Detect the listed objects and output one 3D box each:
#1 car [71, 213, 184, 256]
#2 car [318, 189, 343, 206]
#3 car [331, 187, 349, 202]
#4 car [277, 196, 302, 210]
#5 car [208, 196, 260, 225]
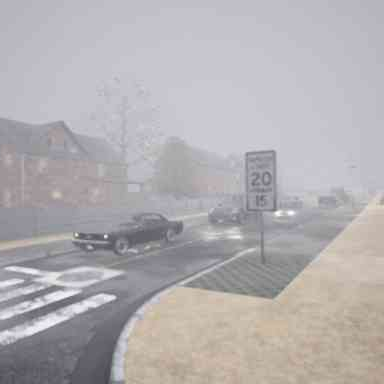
[{"bbox_3d":[-2.338,1.523,13.118,1.895,1.301,4.718,-2,0,31],"label":"car"},{"bbox_3d":[15.788,0.800,38.338,1.882,1.535,5.008,-2,0,30],"label":"car"},{"bbox_3d":[20.799,0.390,47.014,2.150,2.045,5.566,-2,0,30],"label":"car"},{"bbox_3d":[9.845,1.071,33.864,1.994,1.385,4.181,-2,0,31],"label":"car"},{"bbox_3d":[2.839,1.095,21.913,2.097,1.767,4.553,-2,0,30],"label":"car"}]
